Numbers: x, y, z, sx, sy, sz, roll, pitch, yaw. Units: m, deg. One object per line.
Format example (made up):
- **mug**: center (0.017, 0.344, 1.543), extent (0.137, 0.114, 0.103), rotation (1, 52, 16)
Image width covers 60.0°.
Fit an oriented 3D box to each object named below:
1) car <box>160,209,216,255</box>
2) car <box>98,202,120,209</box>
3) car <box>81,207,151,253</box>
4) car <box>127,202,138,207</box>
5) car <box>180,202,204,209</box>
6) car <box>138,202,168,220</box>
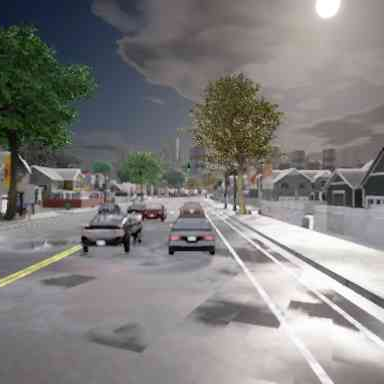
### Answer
- **car**: center (-0.003, 1.680, 13.991), extent (2.033, 1.411, 5.357), rotation (0, -1, 0)
- **car**: center (-9.765, 1.935, 39.475), extent (1.994, 1.385, 4.181), rotation (0, -1, 0)
- **car**: center (-3.249, 1.629, 14.300), extent (2.128, 1.511, 4.902), rotation (0, 0, 0)
- **car**: center (-6.512, 1.919, 39.750), extent (2.033, 1.411, 5.357), rotation (0, -1, 0)
- **car**: center (-0.006, 1.624, 29.079), extent (2.097, 1.767, 4.553), rotation (0, -1, 0)
- **car**: center (-3.251, 1.756, 29.481), extent (1.882, 1.535, 5.008), rotation (0, 0, 0)
